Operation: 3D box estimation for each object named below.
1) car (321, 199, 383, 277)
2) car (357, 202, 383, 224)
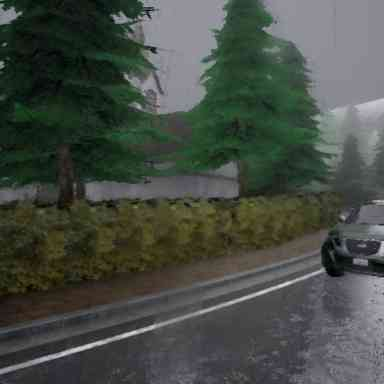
[{"bbox_3d":[5.768,1.231,9.560,2.150,2.045,5.566,-1,0,44],"label":"car"},{"bbox_3d":[14.991,1.575,26.113,2.033,1.411,5.357,0,0,8],"label":"car"}]
